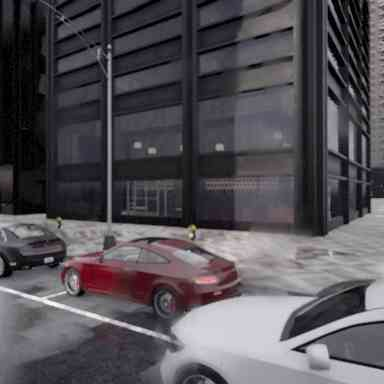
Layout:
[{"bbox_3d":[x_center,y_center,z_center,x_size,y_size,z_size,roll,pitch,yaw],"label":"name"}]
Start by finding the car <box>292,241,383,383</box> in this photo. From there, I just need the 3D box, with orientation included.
[{"bbox_3d":[3.700,1.559,3.977,4.403,1.369,2.008,0,0,34],"label":"car"}]

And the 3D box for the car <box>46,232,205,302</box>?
[{"bbox_3d":[-0.995,1.617,7.095,4.206,1.307,1.802,0,0,34],"label":"car"}]

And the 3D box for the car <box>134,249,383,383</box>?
[{"bbox_3d":[1.884,1.535,2.889,4.674,1.442,1.812,0,0,33],"label":"car"}]

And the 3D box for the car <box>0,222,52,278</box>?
[{"bbox_3d":[-5.690,1.615,10.213,4.403,1.369,2.008,0,0,34],"label":"car"}]
